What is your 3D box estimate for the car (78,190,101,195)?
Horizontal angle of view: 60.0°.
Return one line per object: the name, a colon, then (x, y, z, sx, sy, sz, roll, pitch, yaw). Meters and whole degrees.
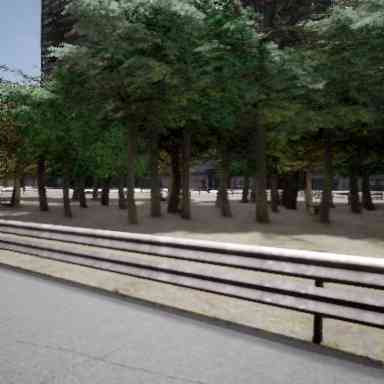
car: (-19.683, -0.108, 63.445, 4.674, 1.442, 1.812, 0, 1, 1)
